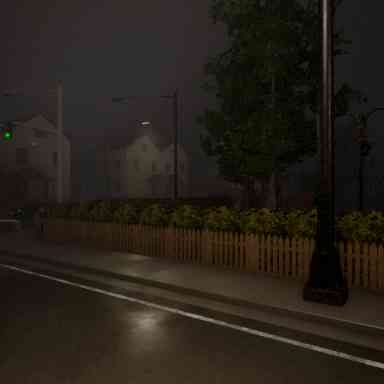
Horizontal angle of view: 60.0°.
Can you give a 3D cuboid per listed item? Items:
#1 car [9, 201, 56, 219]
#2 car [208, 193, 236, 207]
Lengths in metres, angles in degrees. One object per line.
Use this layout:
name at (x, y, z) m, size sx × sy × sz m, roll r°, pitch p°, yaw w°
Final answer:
car at (-13.634, 1.526, 29.413) m, size 1.812 × 1.442 × 4.674 m, roll 0°, pitch 0°, yaw 35°
car at (4.330, 1.221, 48.791) m, size 2.150 × 2.045 × 5.566 m, roll 0°, pitch 0°, yaw 35°
